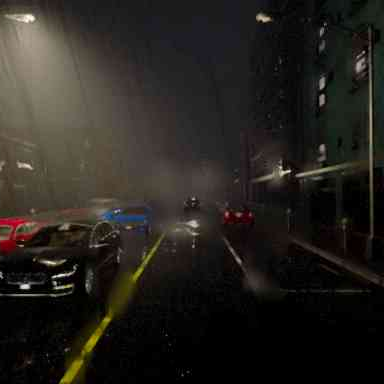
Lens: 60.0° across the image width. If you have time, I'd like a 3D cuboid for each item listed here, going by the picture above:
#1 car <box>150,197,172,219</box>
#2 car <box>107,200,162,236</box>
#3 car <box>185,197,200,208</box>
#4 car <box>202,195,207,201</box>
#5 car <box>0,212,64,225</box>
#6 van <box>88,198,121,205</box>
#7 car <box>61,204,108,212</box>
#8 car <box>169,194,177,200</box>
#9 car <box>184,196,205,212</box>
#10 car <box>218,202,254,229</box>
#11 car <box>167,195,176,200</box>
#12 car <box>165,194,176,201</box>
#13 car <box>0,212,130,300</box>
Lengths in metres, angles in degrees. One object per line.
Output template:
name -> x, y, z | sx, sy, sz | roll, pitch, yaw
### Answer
car -> -3.027, 1.461, 28.714 | 1.837, 1.490, 4.892 | 0, 0, 0
car -> -3.048, 1.449, 18.620 | 1.882, 1.535, 5.008 | 0, 0, 0
car -> 0.102, 1.475, 48.278 | 2.033, 1.411, 5.357 | 0, 0, 0
car -> 2.880, 1.404, 84.203 | 1.752, 1.417, 4.829 | 1, 0, 0
car -> -5.732, 1.530, 10.068 | 1.887, 1.381, 4.507 | 1, 0, 0
van -> -5.627, 1.309, 21.437 | 1.690, 1.788, 3.998 | 1, 0, 0
car -> -5.644, 1.521, 15.749 | 1.887, 1.381, 4.507 | 1, 0, 0
car -> -5.475, 1.306, 95.363 | 1.967, 1.590, 4.097 | 1, 0, 0
car -> 0.079, 1.490, 37.726 | 2.033, 1.411, 5.357 | 0, 0, 0
car -> 2.751, 1.407, 21.480 | 1.967, 1.590, 4.097 | 1, 0, 0
car -> -5.489, 1.438, 89.677 | 1.947, 1.339, 4.313 | 1, 0, 0
car -> -5.510, 1.327, 78.303 | 1.967, 1.590, 4.097 | 1, 0, 0
car -> -3.072, 1.492, 8.563 | 1.837, 1.490, 4.892 | 0, 0, 0
